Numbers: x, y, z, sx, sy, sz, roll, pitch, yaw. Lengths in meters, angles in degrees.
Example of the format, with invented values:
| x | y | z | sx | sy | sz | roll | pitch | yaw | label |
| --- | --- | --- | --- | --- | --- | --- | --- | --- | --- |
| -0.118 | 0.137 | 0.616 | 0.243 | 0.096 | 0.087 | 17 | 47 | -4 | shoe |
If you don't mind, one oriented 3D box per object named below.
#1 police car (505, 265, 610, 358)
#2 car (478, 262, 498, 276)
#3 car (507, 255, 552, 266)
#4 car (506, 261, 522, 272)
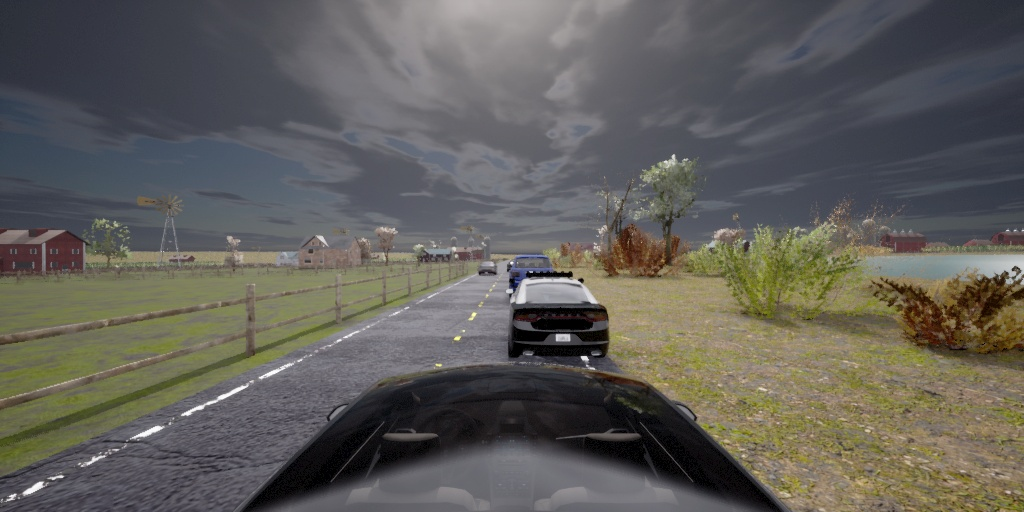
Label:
| x | y | z | sx | sy | sz | roll | pitch | yaw | label |
| --- | --- | --- | --- | --- | --- | --- | --- | --- | --- |
| 0.878 | 1.174 | 8.630 | 1.930 | 1.638 | 5.238 | 0 | 0 | 0 | police car |
| -2.491 | 1.308 | 37.977 | 2.033 | 1.411 | 5.357 | 0 | 0 | 0 | car |
| 0.949 | 0.974 | 18.550 | 2.150 | 2.045 | 5.566 | 0 | 0 | 0 | car |
| 0.347 | 1.334 | 46.308 | 1.994 | 1.385 | 4.181 | 0 | 0 | 2 | car |
